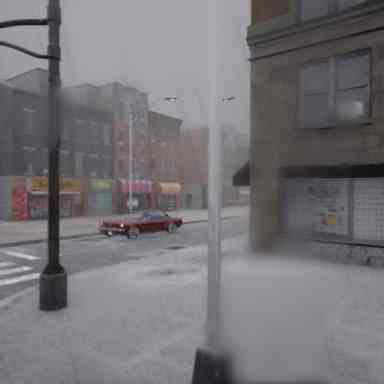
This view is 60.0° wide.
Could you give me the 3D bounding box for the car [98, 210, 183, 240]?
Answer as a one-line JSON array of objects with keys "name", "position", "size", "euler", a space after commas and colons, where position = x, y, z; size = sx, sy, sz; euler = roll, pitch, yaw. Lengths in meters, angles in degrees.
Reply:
[{"name": "car", "position": [-2.585, 1.639, 17.531], "size": [1.895, 1.301, 4.718], "euler": [0, 0, 35]}]
